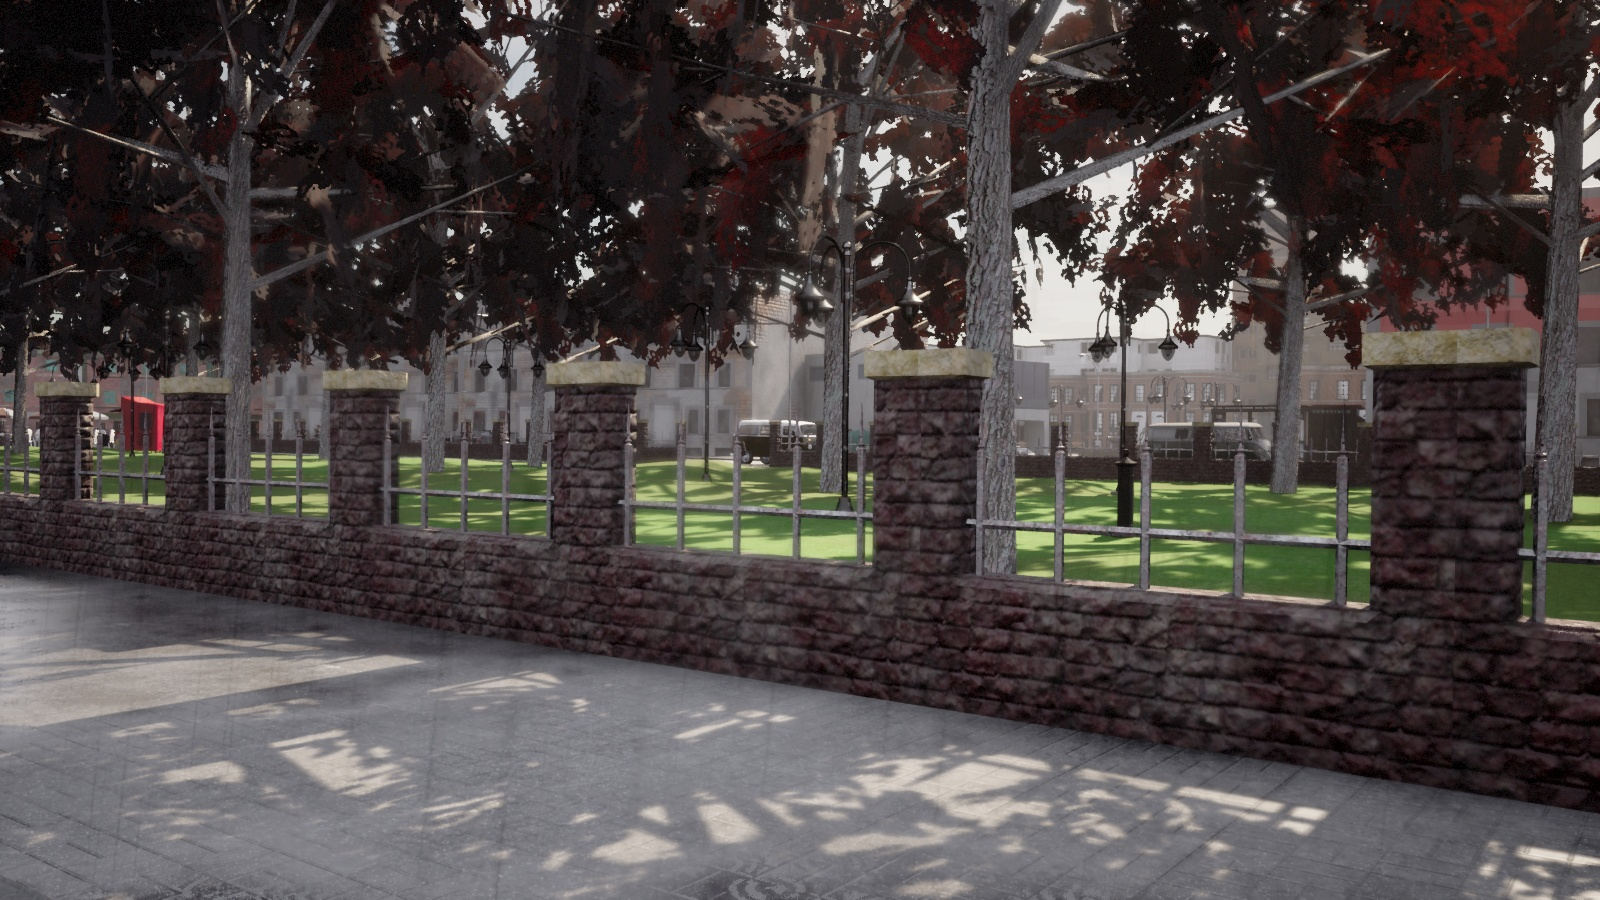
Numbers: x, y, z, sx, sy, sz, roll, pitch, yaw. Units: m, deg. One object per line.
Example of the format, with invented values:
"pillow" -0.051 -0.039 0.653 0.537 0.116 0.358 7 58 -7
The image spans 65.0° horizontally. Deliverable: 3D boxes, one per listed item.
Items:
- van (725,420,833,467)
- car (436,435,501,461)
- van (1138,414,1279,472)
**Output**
"van" -0.945 -0.305 56.269 4.480 2.038 2.069 0 1 36
"car" -19.837 -0.101 75.150 3.633 1.501 1.845 0 1 36
"van" 14.553 -0.260 44.835 4.442 1.987 1.775 0 1 36
